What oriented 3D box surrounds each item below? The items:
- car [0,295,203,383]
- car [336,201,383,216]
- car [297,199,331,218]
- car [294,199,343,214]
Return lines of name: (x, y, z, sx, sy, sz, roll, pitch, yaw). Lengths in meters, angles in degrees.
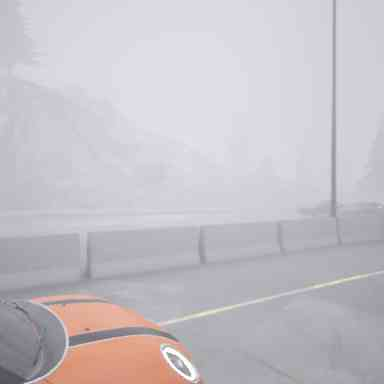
car: (-2.074, 1.340, 2.149, 4.553, 1.767, 2.097, 0, 0, -36)
car: (14.433, 1.529, 28.037, 4.892, 1.490, 1.837, 0, 0, -25)
car: (12.229, 1.491, 30.864, 5.008, 1.535, 1.882, 0, 0, -25)
car: (13.462, 1.491, 35.289, 5.008, 1.535, 1.882, 0, 0, -24)
